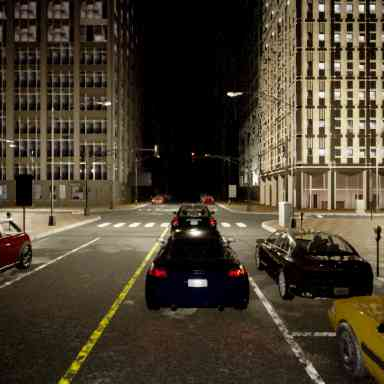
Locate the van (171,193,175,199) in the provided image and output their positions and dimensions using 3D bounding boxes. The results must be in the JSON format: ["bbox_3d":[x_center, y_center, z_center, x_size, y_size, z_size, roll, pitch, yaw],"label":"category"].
[{"bbox_3d":[-5.747,1.236,80.161,1.690,1.788,3.998,0,0,0],"label":"van"}]

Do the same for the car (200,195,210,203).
[{"bbox_3d":[2.641,1.363,68.794,1.967,1.590,4.097,0,0,0],"label":"car"}]

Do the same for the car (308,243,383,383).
[{"bbox_3d":[2.689,1.525,2.668,1.752,1.417,4.829,0,0,0],"label":"car"}]

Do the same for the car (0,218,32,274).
[{"bbox_3d":[-5.695,1.439,8.158,1.967,1.590,4.097,0,0,0],"label":"car"}]

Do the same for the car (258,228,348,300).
[{"bbox_3d":[2.685,1.549,8.165,2.008,1.369,4.403,0,0,0],"label":"car"}]

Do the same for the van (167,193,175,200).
[{"bbox_3d":[-5.755,1.205,91.533,1.690,1.788,3.998,0,0,0],"label":"van"}]

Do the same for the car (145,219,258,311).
[{"bbox_3d":[0.096,1.563,7.821,1.994,1.385,4.181,0,0,0],"label":"car"}]

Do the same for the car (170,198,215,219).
[{"bbox_3d":[0.086,1.346,16.454,2.097,1.767,4.553,0,0,0],"label":"car"}]

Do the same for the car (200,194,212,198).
[{"bbox_3d":[2.745,1.388,57.426,1.967,1.590,4.097,0,0,0],"label":"car"}]

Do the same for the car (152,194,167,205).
[{"bbox_3d":[-5.826,1.388,57.421,1.967,1.590,4.097,0,0,0],"label":"car"}]

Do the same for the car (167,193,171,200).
[{"bbox_3d":[-5.764,1.251,63.106,2.192,1.841,5.009,0,0,0],"label":"car"}]

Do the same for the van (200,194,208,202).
[{"bbox_3d":[2.637,1.250,74.479,1.690,1.788,3.998,0,0,0],"label":"van"}]
